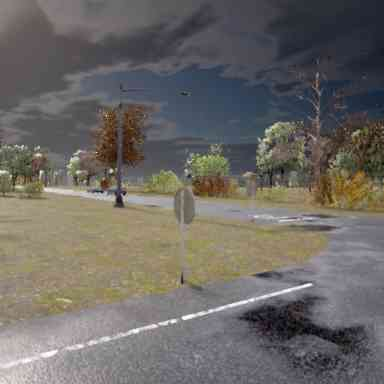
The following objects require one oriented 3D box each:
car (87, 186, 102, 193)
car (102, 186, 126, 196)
[{"bbox_3d":[-17.493,-0.483,59.941,1.994,1.385,4.181,0,2,-36],"label":"car"},{"bbox_3d":[-11.910,-0.233,52.138,1.837,1.490,4.892,0,2,-36],"label":"car"}]
